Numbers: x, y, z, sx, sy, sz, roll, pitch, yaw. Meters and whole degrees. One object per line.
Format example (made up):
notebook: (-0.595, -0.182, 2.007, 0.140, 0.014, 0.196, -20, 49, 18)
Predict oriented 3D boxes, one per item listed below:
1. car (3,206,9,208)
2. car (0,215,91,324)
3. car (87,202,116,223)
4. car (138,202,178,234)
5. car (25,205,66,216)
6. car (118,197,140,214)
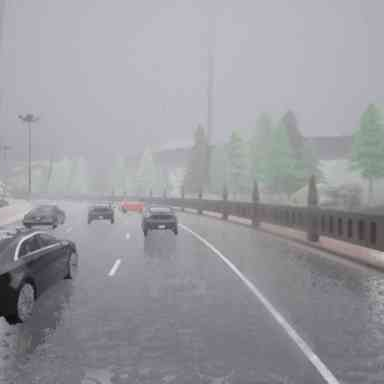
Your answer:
car: (-24.643, 1.598, 42.666, 1.837, 1.490, 4.892, 0, 0, -25)
car: (-3.865, 1.507, 7.064, 2.128, 1.511, 4.902, 0, 0, -4)
car: (-6.989, 1.534, 25.704, 1.837, 1.490, 4.892, 0, 0, -14)
car: (-1.965, 1.515, 19.253, 1.837, 1.490, 4.892, 0, 0, -10)
car: (-9.598, 1.586, 21.930, 2.033, 1.411, 5.357, 0, 0, -13)
car: (-6.869, 1.382, 36.858, 2.097, 1.767, 4.553, 0, 0, -20)
